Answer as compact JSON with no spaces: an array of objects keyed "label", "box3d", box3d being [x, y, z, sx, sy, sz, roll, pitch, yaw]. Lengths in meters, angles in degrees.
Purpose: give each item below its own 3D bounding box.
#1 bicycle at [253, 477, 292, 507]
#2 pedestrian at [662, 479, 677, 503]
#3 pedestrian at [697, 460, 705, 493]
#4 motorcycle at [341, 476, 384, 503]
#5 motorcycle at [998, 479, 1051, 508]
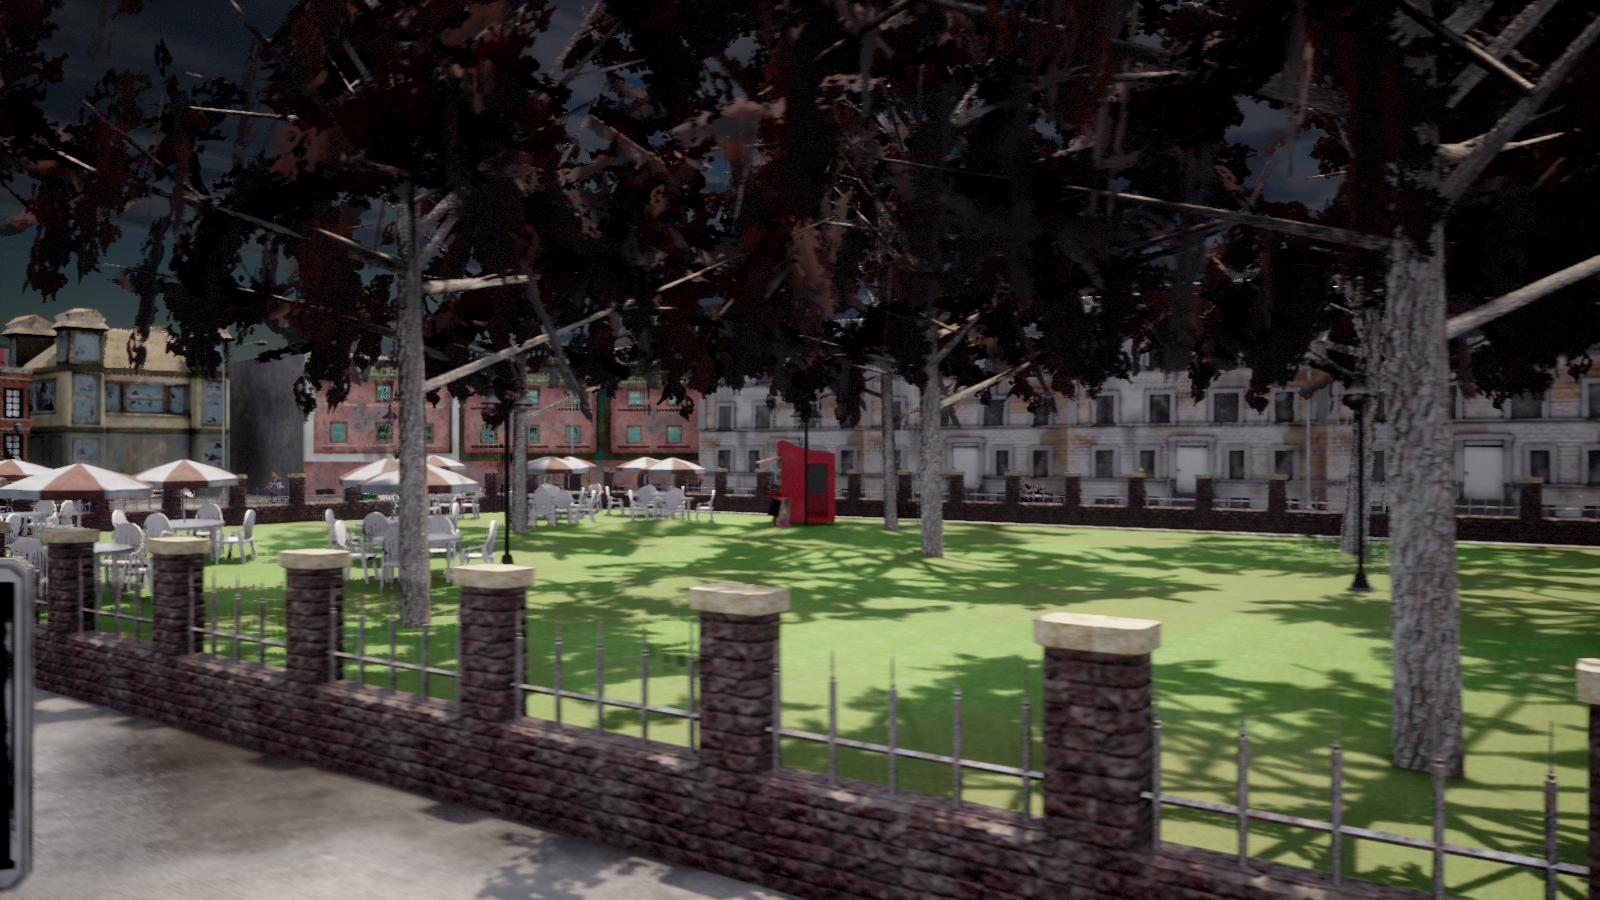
[{"label":"bicycle","box3d":[-24.540,1.939,53.164,0.373,1.296,1.643,0,0,35]},{"label":"pedestrian","box3d":[-6.130,1.905,53.506,0.500,1.100,0.500,0,0,33]},{"label":"pedestrian","box3d":[-5.723,1.532,66.174,0.375,1.860,0.375,0,0,19]},{"label":"motorcycle","box3d":[-21.823,1.965,57.009,0.856,1.236,1.805,0,0,36]},{"label":"motorcycle","box3d":[10.311,1.986,52.432,2.209,1.251,0.867,0,0,35]}]
